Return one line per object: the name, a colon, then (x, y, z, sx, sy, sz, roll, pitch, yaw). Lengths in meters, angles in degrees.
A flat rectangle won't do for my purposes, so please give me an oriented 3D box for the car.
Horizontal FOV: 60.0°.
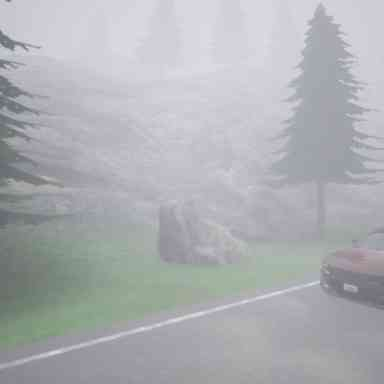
car: (4.906, 1.468, 7.433, 5.008, 1.535, 1.882, 0, 0, -35)
